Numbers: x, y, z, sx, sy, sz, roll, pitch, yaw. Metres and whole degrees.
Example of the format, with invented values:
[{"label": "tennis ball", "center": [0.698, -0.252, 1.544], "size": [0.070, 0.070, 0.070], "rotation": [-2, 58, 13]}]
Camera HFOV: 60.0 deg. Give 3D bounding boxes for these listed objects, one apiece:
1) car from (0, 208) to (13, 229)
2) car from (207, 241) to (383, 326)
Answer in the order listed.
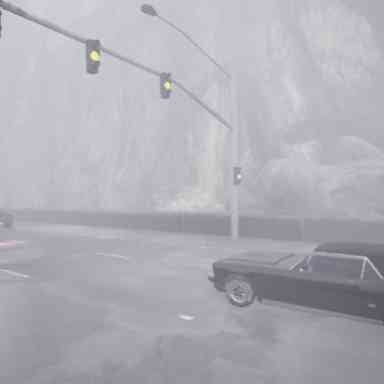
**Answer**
[{"label": "car", "center": [-14.108, 1.785, 22.740], "size": [4.892, 1.490, 1.837], "rotation": [0, 0, 36]}, {"label": "car", "center": [2.670, 1.622, 6.385], "size": [4.718, 1.301, 1.895], "rotation": [-1, -1, 35]}]
